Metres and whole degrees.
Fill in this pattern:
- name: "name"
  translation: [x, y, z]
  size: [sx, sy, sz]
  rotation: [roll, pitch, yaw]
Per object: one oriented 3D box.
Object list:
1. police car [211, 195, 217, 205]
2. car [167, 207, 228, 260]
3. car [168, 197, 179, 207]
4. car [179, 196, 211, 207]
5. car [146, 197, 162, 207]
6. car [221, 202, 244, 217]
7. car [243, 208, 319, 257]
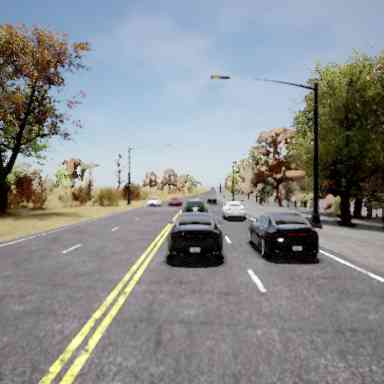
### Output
- name: "police car"
  translation: [3.699, 1.475, 62.465]
  size: [1.930, 1.638, 5.238]
  rotation: [0, 0, 2]
- name: "car"
  translation: [0.124, 1.525, 12.518]
  size: [1.837, 1.490, 4.892]
  rotation: [0, 0, 1]
- name: "car"
  translation: [-2.608, 1.527, 51.682]
  size: [1.882, 1.535, 5.008]
  rotation: [0, 0, 2]
- name: "car"
  translation: [0.289, 1.388, 27.559]
  size: [2.097, 1.767, 4.553]
  rotation: [0, 0, 1]
- name: "car"
  translation: [-5.856, 1.574, 51.791]
  size: [1.812, 1.442, 4.674]
  rotation: [0, 0, 2]
- name: "car"
  translation: [3.565, 1.565, 28.821]
  size: [1.812, 1.442, 4.674]
  rotation: [0, 0, 1]
- name: "car"
  translation: [3.381, 1.529, 12.983]
  size: [1.837, 1.490, 4.892]
  rotation: [0, 0, 1]
